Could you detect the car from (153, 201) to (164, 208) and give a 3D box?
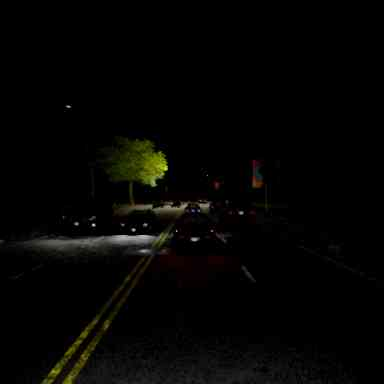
[{"bbox_3d":[-6.485,2.402,64.385,2.033,1.411,5.357,0,-1,0],"label":"car"}]

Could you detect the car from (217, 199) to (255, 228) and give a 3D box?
[{"bbox_3d":[3.359,1.548,25.308,2.150,2.045,5.566,0,-1,0],"label":"car"}]

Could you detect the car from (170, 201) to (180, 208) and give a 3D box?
[{"bbox_3d":[-3.234,2.403,64.384,2.033,1.411,5.357,0,-1,0],"label":"car"}]

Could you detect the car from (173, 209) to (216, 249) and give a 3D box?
[{"bbox_3d":[0.103,1.725,15.550,1.812,1.442,4.674,0,-1,0],"label":"car"}]

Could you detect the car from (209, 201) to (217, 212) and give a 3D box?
[{"bbox_3d":[3.364,1.914,43.034,2.097,1.767,4.553,0,-1,0],"label":"car"}]

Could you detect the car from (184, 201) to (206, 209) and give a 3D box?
[{"bbox_3d":[0.113,2.018,36.456,2.033,1.411,5.357,0,-1,0],"label":"car"}]

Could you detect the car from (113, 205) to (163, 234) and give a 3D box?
[{"bbox_3d":[-3.344,1.824,21.731,2.033,1.411,5.357,0,-1,0],"label":"car"}]

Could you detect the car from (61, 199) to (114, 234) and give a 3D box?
[{"bbox_3d":[-6.594,1.497,21.765,2.150,2.045,5.566,0,-1,0],"label":"car"}]
